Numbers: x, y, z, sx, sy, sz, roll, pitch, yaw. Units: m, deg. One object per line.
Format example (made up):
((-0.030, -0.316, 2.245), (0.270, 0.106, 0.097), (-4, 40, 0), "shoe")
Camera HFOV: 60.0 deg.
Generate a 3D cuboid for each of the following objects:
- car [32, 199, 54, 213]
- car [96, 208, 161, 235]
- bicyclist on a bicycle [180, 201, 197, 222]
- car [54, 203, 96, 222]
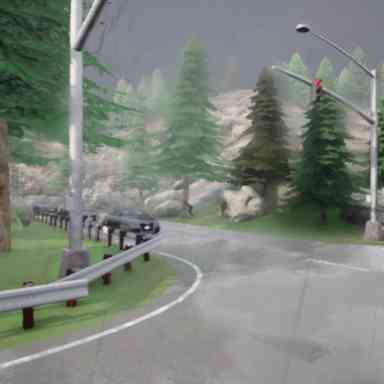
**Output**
((-15.245, 1.545, 34.466), (1.837, 1.490, 4.892), (0, 0, -40), "car")
((-3.427, 1.610, 18.421), (1.994, 1.385, 4.181), (0, 0, -36), "car")
((-0.335, 1.477, 26.190), (1.656, 1.620, 0.582), (-7, 2, -36), "bicyclist on a bicycle")
((-8.958, 1.591, 26.174), (2.033, 1.411, 5.357), (0, 0, -35), "car")
